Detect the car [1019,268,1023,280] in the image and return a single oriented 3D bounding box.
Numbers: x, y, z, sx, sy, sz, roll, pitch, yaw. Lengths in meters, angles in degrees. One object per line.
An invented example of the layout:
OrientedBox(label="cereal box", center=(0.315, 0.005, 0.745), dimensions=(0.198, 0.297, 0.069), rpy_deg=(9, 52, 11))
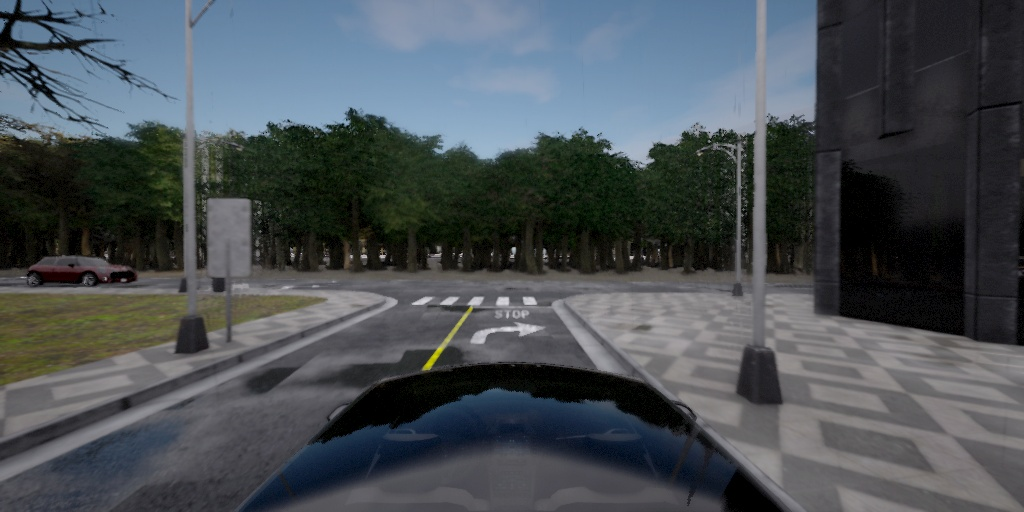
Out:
OrientedBox(label="car", center=(28.877, 1.378, 20.811), dimensions=(5.008, 1.535, 1.882), rpy_deg=(0, 1, 0))

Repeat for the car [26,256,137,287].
OrientedBox(label="car", center=(-24.540, 0.791, 20.595), dimensions=(4.553, 1.767, 2.097), rpy_deg=(0, 1, 0))
